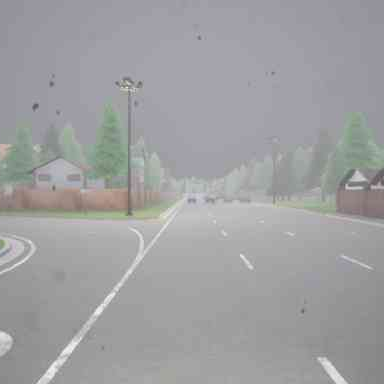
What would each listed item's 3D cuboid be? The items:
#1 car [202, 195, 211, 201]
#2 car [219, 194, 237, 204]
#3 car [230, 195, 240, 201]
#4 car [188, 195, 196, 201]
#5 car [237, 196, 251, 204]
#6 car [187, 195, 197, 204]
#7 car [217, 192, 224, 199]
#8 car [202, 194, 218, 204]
[{"bbox_3d":[3.500,1.386,81.592,2.033,1.411,5.357,0,0,0],"label":"car"},{"bbox_3d":[7.000,1.561,65.760,2.033,1.411,5.357,0,0,0],"label":"car"},{"bbox_3d":[10.500,1.398,81.592,1.994,1.385,4.181,0,0,0],"label":"car"},{"bbox_3d":[0.000,1.398,81.592,1.994,1.385,4.181,0,0,0],"label":"car"},{"bbox_3d":[10.500,1.493,65.760,2.128,1.511,4.902,0,0,0],"label":"car"},{"bbox_3d":[0.000,1.483,65.760,1.882,1.535,5.008,0,0,0],"label":"car"},{"bbox_3d":[7.000,1.138,82.453,2.150,2.045,5.566,0,0,0],"label":"car"},{"bbox_3d":[3.500,1.515,65.760,1.837,1.490,4.892,0,0,0],"label":"car"}]
